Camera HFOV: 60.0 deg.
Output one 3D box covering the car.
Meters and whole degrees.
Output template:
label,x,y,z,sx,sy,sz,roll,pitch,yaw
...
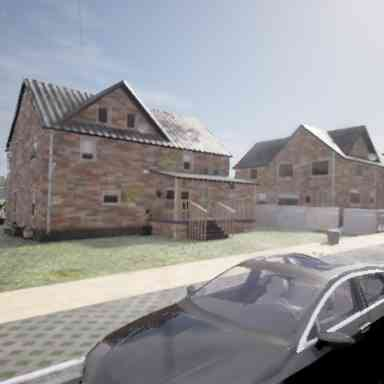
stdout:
label,x,y,z,sx,sy,sz,roll,pitch,yaw
car,1.150,1.571,3.927,4.902,1.511,2.128,1,-1,-40
